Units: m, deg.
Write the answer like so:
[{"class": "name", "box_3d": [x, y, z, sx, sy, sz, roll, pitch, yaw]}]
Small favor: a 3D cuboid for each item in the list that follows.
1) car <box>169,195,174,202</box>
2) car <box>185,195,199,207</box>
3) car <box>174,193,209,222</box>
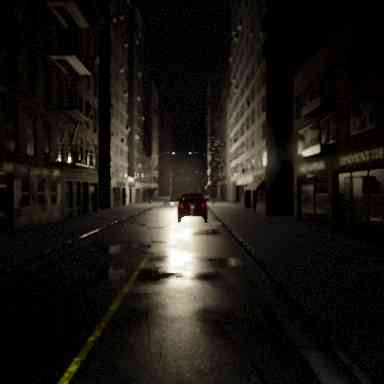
[{"class": "car", "box_3d": [-3.017, 1.191, 60.978, 1.994, 1.385, 4.181, 0, 0, 1]}, {"class": "car", "box_3d": [0.023, 1.187, 47.571, 1.882, 1.535, 5.008, 0, 1, 0]}, {"class": "car", "box_3d": [0.057, 1.066, 24.910, 2.150, 2.045, 5.566, 0, 0, 1]}]
